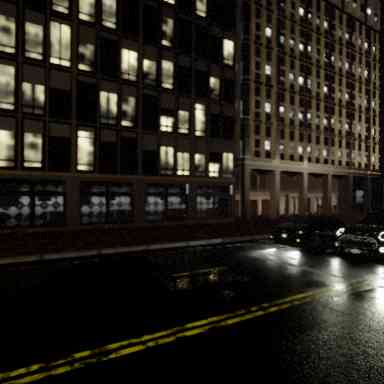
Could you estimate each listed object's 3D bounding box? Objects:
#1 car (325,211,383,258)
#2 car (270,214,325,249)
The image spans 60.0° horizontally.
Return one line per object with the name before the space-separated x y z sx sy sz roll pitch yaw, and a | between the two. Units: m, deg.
car | 7.619 1.530 13.034 4.553 1.767 2.097 1 -1 -35
car | 5.642 1.741 15.617 4.181 1.385 1.994 1 -1 -35
